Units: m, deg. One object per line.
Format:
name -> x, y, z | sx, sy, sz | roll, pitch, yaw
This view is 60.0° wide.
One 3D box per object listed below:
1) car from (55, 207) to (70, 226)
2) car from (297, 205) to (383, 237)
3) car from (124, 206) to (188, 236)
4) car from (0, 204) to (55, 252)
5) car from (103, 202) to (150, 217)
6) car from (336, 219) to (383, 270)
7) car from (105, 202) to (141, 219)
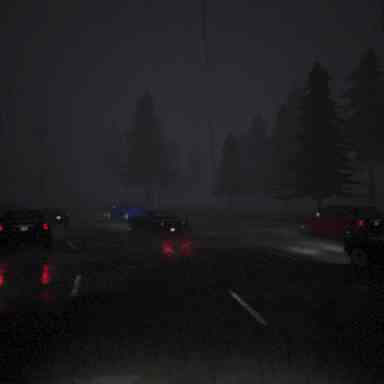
car -> -10.849, 1.816, 25.049 | 1.994, 1.385, 4.181 | 0, -1, -43
car -> 7.310, 1.419, 16.523 | 2.097, 1.767, 4.553 | 0, 0, -20
car -> -2.193, 1.757, 19.871 | 1.895, 1.301, 4.718 | 0, -1, -31
car -> -7.623, 1.511, 15.072 | 2.097, 1.767, 4.553 | 0, 0, -27
car -> -7.193, 1.854, 36.378 | 5.357, 1.411, 2.033 | -1, -1, 37
car -> 6.100, 1.620, 8.537 | 1.895, 1.301, 4.718 | 0, 0, -11
car -> -5.883, 1.730, 30.004 | 1.882, 1.535, 5.008 | 1, -1, -44
